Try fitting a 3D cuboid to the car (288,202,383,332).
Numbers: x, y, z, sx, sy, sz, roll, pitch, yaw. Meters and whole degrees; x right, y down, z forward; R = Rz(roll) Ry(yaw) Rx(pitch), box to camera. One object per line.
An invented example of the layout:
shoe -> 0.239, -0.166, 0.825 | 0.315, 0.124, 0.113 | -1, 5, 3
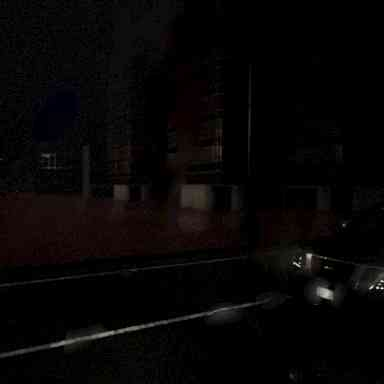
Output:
car -> 4.413, 1.174, 6.331 | 5.566, 2.045, 2.150 | 0, 1, -29
